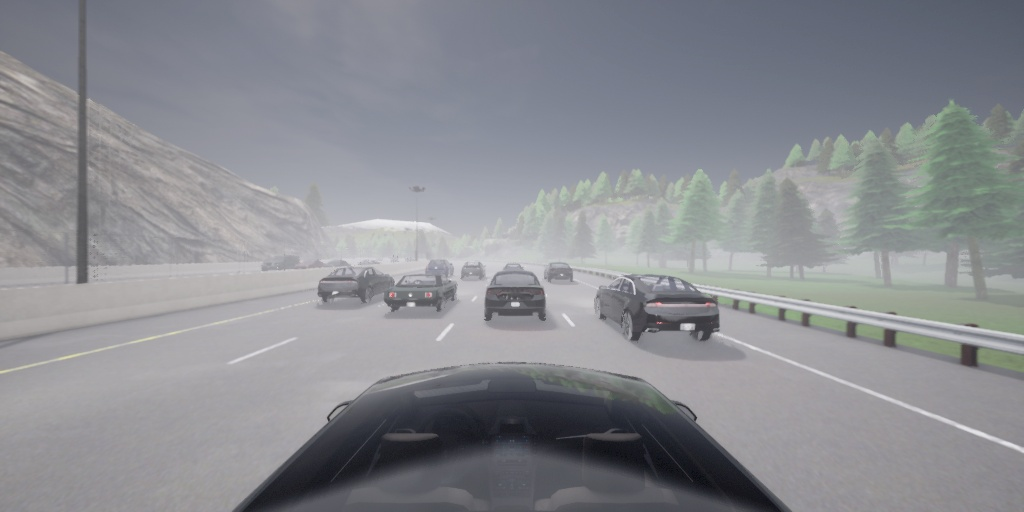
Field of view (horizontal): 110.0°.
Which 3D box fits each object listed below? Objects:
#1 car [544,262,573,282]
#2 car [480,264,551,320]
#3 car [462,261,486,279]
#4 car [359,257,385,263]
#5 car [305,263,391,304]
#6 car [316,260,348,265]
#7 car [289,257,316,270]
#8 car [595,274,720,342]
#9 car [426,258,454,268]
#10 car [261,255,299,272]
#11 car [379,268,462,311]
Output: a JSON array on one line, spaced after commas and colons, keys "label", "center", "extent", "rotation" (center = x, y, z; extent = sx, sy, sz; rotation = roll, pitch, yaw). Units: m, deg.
[{"label": "car", "center": [3.604, 1.211, 28.417], "extent": [1.882, 1.535, 5.008], "rotation": [0, 0, 0]}, {"label": "car", "center": [0.100, 1.221, 12.674], "extent": [1.882, 1.535, 5.008], "rotation": [0, 0, 0]}, {"label": "car", "center": [-3.401, 1.222, 32.065], "extent": [2.128, 1.511, 4.902], "rotation": [0, 0, 0]}, {"label": "car", "center": [-17.864, 1.216, 44.404], "extent": [2.128, 1.511, 4.902], "rotation": [0, 0, -3]}, {"label": "car", "center": [-6.897, 1.232, 16.402], "extent": [2.128, 1.511, 4.902], "rotation": [0, 0, 0]}, {"label": "car", "center": [-21.332, 1.230, 43.591], "extent": [1.837, 1.490, 4.892], "rotation": [0, 0, -2]}, {"label": "car", "center": [-24.866, 1.201, 44.356], "extent": [1.882, 1.535, 5.008], "rotation": [0, 0, -3]}, {"label": "car", "center": [3.600, 1.236, 9.766], "extent": [2.128, 1.511, 4.902], "rotation": [0, 0, 0]}, {"label": "car", "center": [-6.920, 1.081, 34.685], "extent": [2.097, 1.767, 4.553], "rotation": [0, 0, 0]}, {"label": "car", "center": [-28.354, 0.948, 44.323], "extent": [2.150, 2.045, 5.566], "rotation": [0, 0, -3]}, {"label": "car", "center": [-3.397, 1.343, 14.318], "extent": [1.895, 1.301, 4.718], "rotation": [0, 0, 0]}]
